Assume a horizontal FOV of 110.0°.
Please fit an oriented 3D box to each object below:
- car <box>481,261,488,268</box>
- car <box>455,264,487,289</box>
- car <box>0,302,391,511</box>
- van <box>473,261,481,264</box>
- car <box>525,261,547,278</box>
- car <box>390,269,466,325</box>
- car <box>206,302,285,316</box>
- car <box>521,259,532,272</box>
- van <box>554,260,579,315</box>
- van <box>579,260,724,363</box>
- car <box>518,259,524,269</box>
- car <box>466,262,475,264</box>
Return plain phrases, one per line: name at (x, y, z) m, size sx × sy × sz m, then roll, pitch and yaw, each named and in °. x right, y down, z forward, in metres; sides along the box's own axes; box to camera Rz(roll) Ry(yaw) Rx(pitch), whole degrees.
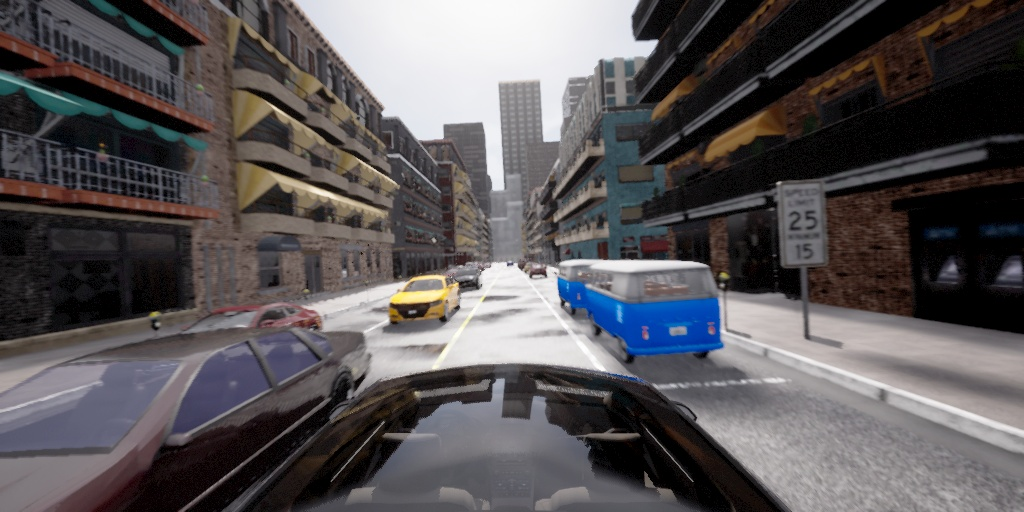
car at (-5.924, 1.885, 63.630) m, size 2.192 × 1.841 × 5.009 m, roll 0°, pitch 0°, yaw 0°
car at (-3.186, 1.624, 26.397) m, size 1.837 × 1.490 × 4.892 m, roll -3°, pitch 0°, yaw 0°
car at (-3.083, 1.480, 3.322) m, size 2.033 × 1.411 × 5.357 m, roll -3°, pitch 0°, yaw 0°
van at (-5.845, 1.817, 52.426) m, size 1.690 × 1.789 × 3.998 m, roll 0°, pitch 0°, yaw 0°
car at (2.575, 1.458, 35.638) m, size 1.802 × 1.307 × 4.207 m, roll 0°, pitch 0°, yaw 0°
car at (-3.136, 1.495, 13.647) m, size 1.882 × 1.535 × 5.008 m, roll -3°, pitch 0°, yaw -1°
car at (-5.618, 1.690, 7.611) m, size 1.802 × 1.307 × 4.207 m, roll 0°, pitch 0°, yaw 0°
car at (2.518, 1.494, 47.012) m, size 1.751 × 1.417 × 4.829 m, roll 0°, pitch 0°, yaw 0°
van at (2.689, 1.033, 13.231) m, size 1.690 × 1.789 × 3.998 m, roll 0°, pitch 0°, yaw 0°
van at (2.717, 0.987, 7.629) m, size 1.690 × 1.789 × 3.998 m, roll 0°, pitch 0°, yaw 0°
car at (2.462, 1.375, 58.046) m, size 2.192 × 1.841 × 5.009 m, roll 0°, pitch 0°, yaw 0°
car at (-5.788, 1.824, 41.223) m, size 1.967 × 1.591 × 4.097 m, roll 0°, pitch 0°, yaw 0°
